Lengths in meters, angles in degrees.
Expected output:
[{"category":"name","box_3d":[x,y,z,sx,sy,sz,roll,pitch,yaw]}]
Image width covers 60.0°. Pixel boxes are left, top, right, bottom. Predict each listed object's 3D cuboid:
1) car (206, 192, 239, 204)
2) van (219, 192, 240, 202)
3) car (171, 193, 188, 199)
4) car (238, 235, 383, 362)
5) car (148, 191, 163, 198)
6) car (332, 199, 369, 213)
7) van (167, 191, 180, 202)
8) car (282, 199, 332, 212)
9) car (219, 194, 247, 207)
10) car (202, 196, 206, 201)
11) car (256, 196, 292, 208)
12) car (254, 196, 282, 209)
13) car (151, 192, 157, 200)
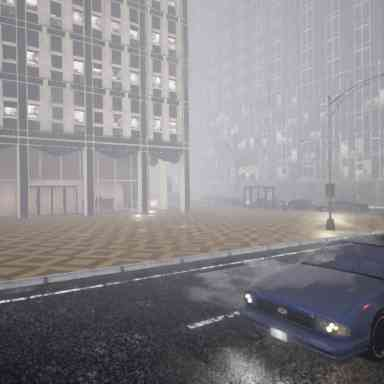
[{"category":"car","box_3d":[4.861,1.159,52.356,1.837,1.490,4.892,-1,1,-34]},{"category":"van","box_3d":[6.731,0.855,59.889,1.690,1.788,3.998,0,1,-34]},{"category":"car","box_3d":[-2.857,0.935,73.991,1.802,1.307,4.206,0,1,-34]},{"category":"car","box_3d":[3.348,1.545,6.064,5.357,1.411,2.033,0,0,-35]},{"category":"car","box_3d":[-9.251,0.686,83.388,1.967,1.590,4.097,0,1,-34]},{"category":"car","box_3d":[16.427,1.405,35.328,1.994,1.385,4.181,-1,1,-34]},{"category":"van","box_3d":[-3.394,0.937,59.877,1.690,1.788,3.998,0,1,-34]},{"category":"car","box_3d":[12.481,1.423,36.309,1.947,1.339,4.313,0,1,-34]},{"category":"car","box_3d":[6.150,1.319,45.753,1.947,1.339,4.313,0,1,-34]},{"category":"car","box_3d":[3.536,1.043,64.591,1.802,1.307,4.206,0,1,-34]},{"category":"car","box_3d":[10.688,1.274,43.763,1.812,1.442,4.674,-1,1,-34]},{"category":"car","box_3d":[9.298,1.387,41.021,1.802,1.307,4.206,0,1,-34]},{"category":"car","box_3d":[-9.787,1.039,69.279,2.008,1.369,4.403,0,1,-34]}]
